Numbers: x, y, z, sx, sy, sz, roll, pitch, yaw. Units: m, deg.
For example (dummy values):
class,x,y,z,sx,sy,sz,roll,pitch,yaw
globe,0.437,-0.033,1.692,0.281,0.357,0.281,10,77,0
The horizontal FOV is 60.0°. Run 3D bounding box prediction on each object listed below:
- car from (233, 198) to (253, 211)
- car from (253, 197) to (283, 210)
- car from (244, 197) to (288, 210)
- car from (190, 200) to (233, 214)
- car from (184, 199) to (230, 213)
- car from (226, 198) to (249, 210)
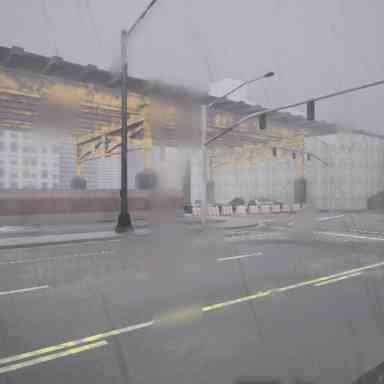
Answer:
class,x,y,z,sx,sy,sz,roll,pitch,yaw
car,5.269,1.453,37.920,2.038,1.542,4.974,0,0,18
car,9.131,1.295,41.670,4.536,1.218,1.853,0,0,-7
car,9.183,1.453,41.677,4.974,1.542,2.038,0,0,-7
car,1.522,1.453,35.238,4.974,1.542,2.038,0,0,8
car,1.471,1.295,35.245,4.536,1.218,1.853,0,0,8
car,5.285,1.295,37.970,1.853,1.218,4.536,0,0,18
